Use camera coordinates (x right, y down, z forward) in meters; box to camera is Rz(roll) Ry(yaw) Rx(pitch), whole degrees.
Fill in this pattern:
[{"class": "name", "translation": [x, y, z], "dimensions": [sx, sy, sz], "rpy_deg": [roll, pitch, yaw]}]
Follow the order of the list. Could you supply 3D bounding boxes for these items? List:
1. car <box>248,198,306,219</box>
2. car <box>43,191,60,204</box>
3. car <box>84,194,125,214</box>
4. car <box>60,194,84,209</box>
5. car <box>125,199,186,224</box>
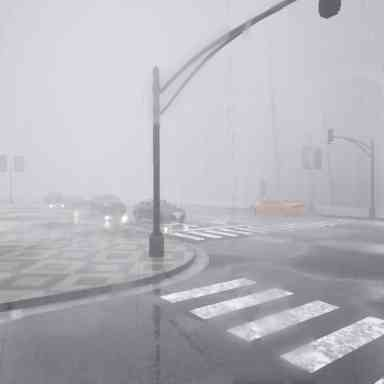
[{"class": "car", "translation": [6.745, 1.239, 26.831], "dimensions": [1.882, 1.535, 5.008], "rpy_deg": [0, 1, -36]}, {"class": "car", "translation": [-18.830, 0.693, 45.403], "dimensions": [2.097, 1.767, 4.553], "rpy_deg": [0, 1, -35]}, {"class": "car", "translation": [-7.609, 0.975, 29.743], "dimensions": [2.097, 1.767, 4.553], "rpy_deg": [0, 1, -36]}, {"class": "car", "translation": [-12.849, 1.094, 37.038], "dimensions": [1.895, 1.301, 4.718], "rpy_deg": [0, 1, -36]}, {"class": "car", "translation": [-2.282, 1.243, 22.339], "dimensions": [2.128, 1.511, 4.902], "rpy_deg": [0, 1, -36]}]
